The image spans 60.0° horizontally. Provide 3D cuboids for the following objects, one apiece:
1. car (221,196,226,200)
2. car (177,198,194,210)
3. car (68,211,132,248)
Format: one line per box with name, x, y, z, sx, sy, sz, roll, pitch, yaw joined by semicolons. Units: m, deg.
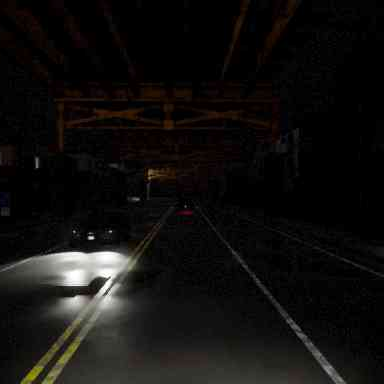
car;10.221;1.453;90.080;4.974;1.542;2.038;0;0;29
car;-0.851;1.505;43.100;1.837;1.490;4.892;0;0;-1
car;-3.889;1.564;14.644;1.994;1.385;4.181;0;0;-1
